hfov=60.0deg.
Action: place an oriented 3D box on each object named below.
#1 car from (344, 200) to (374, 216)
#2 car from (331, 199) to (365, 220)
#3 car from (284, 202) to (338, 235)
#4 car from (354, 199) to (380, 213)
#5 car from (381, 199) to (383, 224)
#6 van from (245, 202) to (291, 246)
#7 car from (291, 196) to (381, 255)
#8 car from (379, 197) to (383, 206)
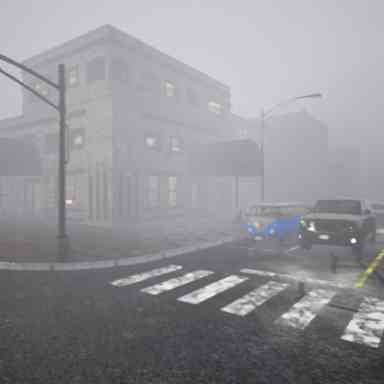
[{"bbox_3d":[16.673,1.553,33.115,2.008,1.369,4.403,0,0,35],"label":"car"},{"bbox_3d":[13.476,1.440,28.612,1.967,1.590,4.097,0,0,35],"label":"car"},{"bbox_3d":[7.081,1.438,19.602,1.967,1.590,4.097,0,0,35],"label":"car"},{"bbox_3d":[19.871,1.556,37.620,2.008,1.369,4.403,0,0,35],"label":"car"},{"bbox_3d":[13.022,1.476,23.486,1.882,1.535,5.008,0,0,35],"label":"car"},{"bbox_3d":[3.884,1.340,15.097,1.690,1.788,3.998,0,0,35],"label":"van"},{"bbox_3d":[6.213,1.219,13.900,2.150,2.045,5.566,0,0,35],"label":"car"},{"bbox_3d":[32.661,1.575,55.639,2.008,1.369,4.403,0,0,35],"label":"car"}]
